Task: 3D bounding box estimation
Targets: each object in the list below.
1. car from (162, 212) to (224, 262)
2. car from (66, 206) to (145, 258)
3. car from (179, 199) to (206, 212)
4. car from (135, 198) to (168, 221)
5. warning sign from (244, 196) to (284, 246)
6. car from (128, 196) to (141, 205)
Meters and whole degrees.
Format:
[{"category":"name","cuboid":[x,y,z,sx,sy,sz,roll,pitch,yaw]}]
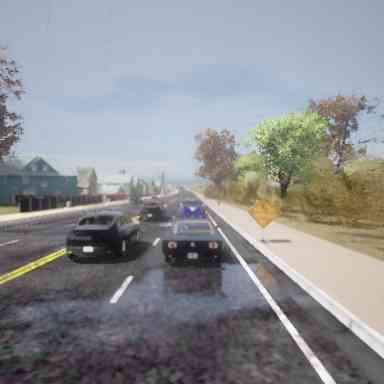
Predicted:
[{"category":"car","cuboid":[0.045,1.609,12.103,1.895,1.301,4.718,0,0,0]},{"category":"car","cuboid":[-3.198,1.515,12.738,1.837,1.490,4.892,0,0,1]},{"category":"car","cuboid":[0.058,1.366,27.579,2.097,1.767,4.553,0,0,0]},{"category":"car","cuboid":[-3.192,1.522,27.764,1.837,1.490,4.892,0,0,1]},{"category":"warning sign","cuboid":[2.887,1.125,13.434,1.300,1.860,1.060,2,2,0]},{"category":"car","cuboid":[-9.777,1.525,57.826,1.837,1.490,4.892,0,0,1]}]
